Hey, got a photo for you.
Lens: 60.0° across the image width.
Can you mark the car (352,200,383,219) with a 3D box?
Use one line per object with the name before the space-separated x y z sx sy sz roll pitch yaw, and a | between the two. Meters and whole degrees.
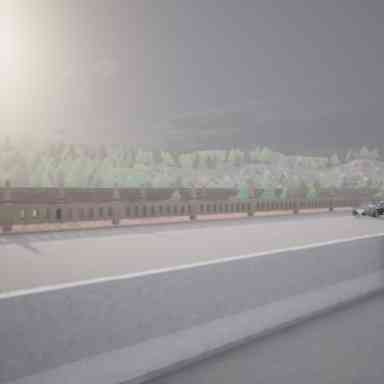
car | 15.813 1.460 28.908 4.902 1.511 2.128 0 0 -37
